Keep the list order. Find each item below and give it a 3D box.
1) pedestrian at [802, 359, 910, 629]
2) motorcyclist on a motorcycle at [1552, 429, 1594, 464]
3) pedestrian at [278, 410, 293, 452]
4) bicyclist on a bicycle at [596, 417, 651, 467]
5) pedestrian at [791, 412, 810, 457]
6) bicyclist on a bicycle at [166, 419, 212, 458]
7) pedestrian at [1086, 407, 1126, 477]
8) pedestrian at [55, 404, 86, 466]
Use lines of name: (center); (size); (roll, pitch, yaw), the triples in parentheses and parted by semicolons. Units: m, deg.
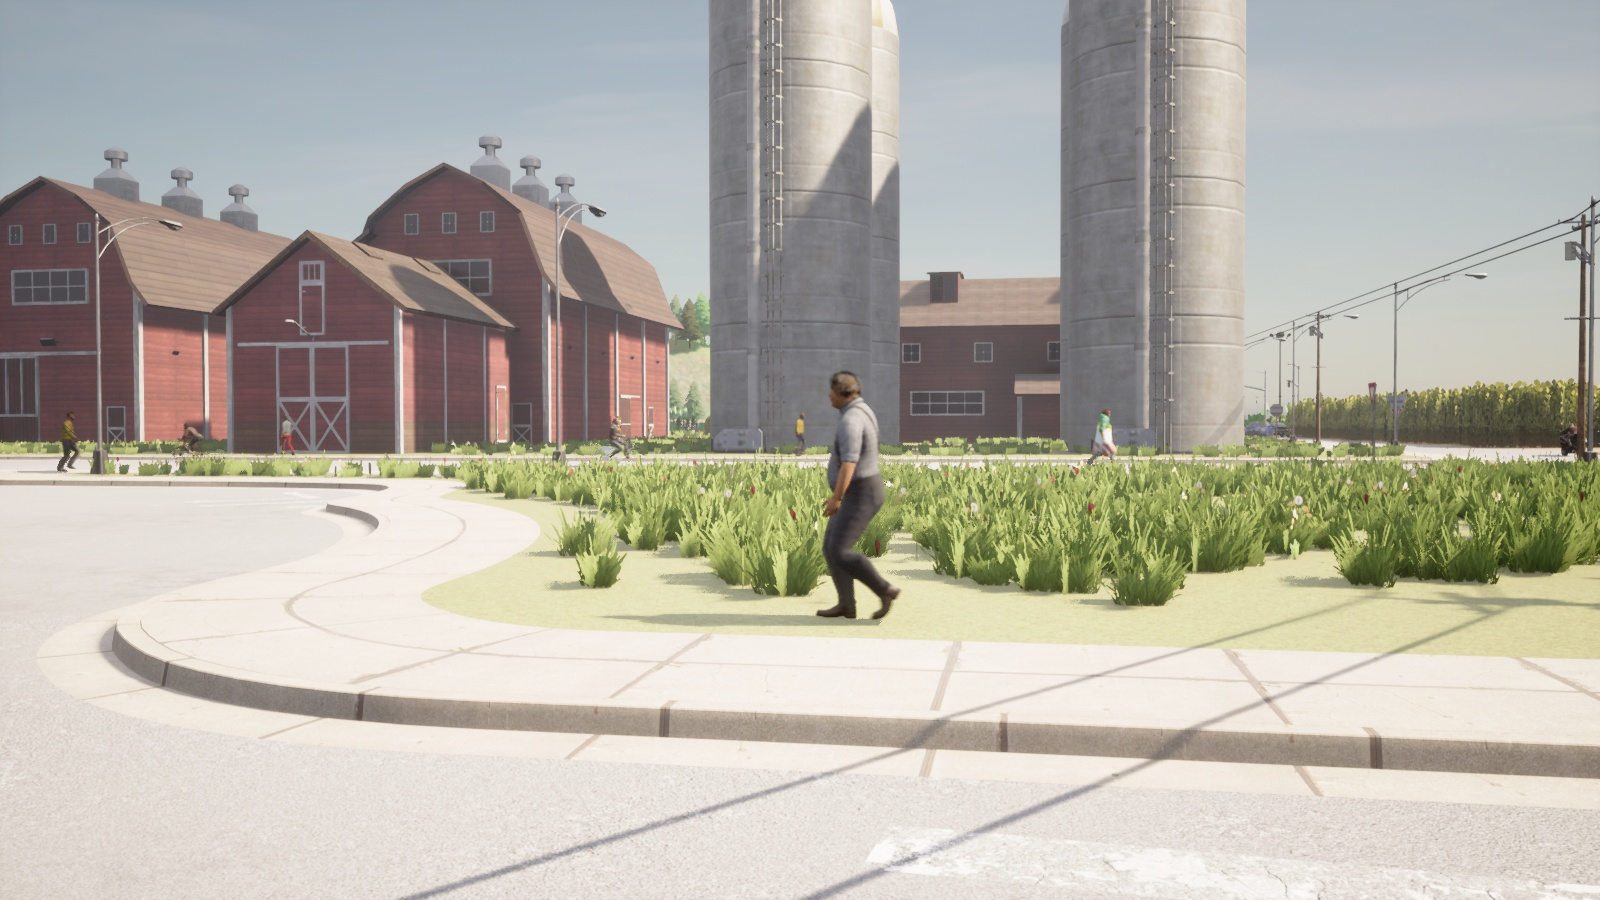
pedestrian: (0.407, 0.294, 8.902); (0.694, 1.848, 0.540); (1, 1, 9)
motorcyclist on a motorcycle: (34.784, -0.168, 56.559); (0.866, 1.530, 2.191); (1, 1, 10)
pedestrian: (-23.242, -0.861, 56.721); (0.614, 1.847, 0.353); (1, 1, 30)
bicyclist on a bicycle: (-6.331, -0.306, 45.143); (1.843, 1.776, 0.659); (0, 1, 10)
pedestrian: (0.034, -0.640, 52.253); (0.726, 1.835, 0.370); (1, 1, 15)
bicyclist on a bicycle: (-25.245, -0.470, 51.911); (1.656, 1.620, 0.582); (0, 1, 10)
pedestrian: (8.517, -0.225, 35.022); (0.873, 1.952, 0.659); (0, 1, -10)
pedestrian: (-21.703, -0.438, 37.364); (0.709, 1.840, 0.431); (0, 1, -12)
